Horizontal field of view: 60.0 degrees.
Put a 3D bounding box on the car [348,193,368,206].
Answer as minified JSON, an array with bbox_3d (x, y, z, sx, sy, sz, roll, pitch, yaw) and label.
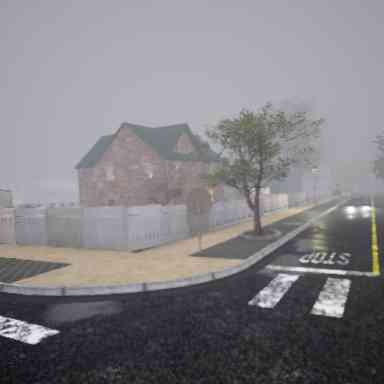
[{"bbox_3d":[18.269,0.771,36.611,1.895,1.301,4.718,-2,0,28],"label":"car"}]
